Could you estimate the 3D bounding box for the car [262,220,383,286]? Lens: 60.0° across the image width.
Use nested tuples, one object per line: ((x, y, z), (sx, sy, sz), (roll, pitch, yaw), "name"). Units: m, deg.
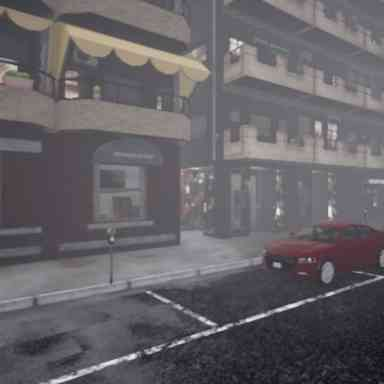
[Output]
((3.892, 1.507, 9.331), (4.507, 1.381, 1.887), (0, 0, -35), "car")
